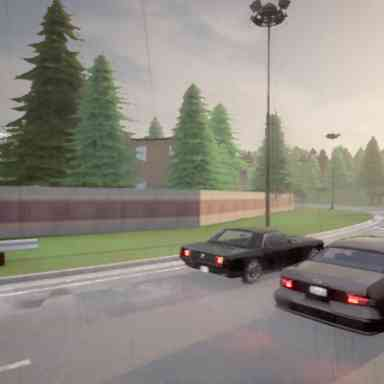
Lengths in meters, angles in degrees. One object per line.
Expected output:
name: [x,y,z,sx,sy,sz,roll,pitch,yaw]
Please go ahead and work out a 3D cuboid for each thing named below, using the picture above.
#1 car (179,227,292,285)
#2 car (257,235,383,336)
car: [2.011,1.706,9.901,4.718,1.301,1.895,1,-1,-40]
car: [3.899,1.641,6.864,5.357,1.411,2.033,1,-1,-40]
